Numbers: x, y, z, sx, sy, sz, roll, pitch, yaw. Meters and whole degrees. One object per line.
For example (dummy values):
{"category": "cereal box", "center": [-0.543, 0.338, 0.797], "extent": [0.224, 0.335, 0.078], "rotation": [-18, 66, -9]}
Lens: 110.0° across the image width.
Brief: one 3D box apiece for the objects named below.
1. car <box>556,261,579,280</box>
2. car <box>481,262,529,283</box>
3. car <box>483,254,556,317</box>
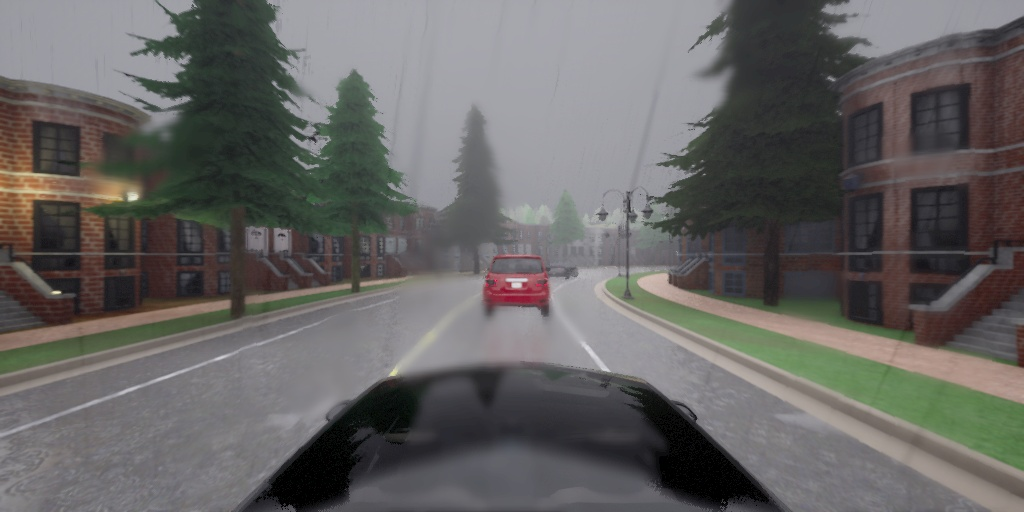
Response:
{"category": "car", "center": [4.383, 1.199, 30.712], "extent": [2.128, 1.511, 4.902], "rotation": [0, 0, 23]}
{"category": "car", "center": [-0.421, 1.256, 28.862], "extent": [2.033, 1.411, 5.357], "rotation": [0, 0, 20]}
{"category": "car", "center": [0.263, 0.954, 13.262], "extent": [2.150, 2.045, 5.566], "rotation": [0, 0, 3]}
